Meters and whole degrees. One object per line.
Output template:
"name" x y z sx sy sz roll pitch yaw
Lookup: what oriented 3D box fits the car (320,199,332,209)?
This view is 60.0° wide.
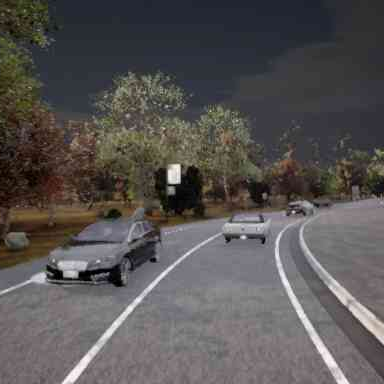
"car" 17.785 1.725 46.547 4.718 1.301 1.895 -2 -2 -44

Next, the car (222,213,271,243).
"car" 2.855 1.667 16.463 1.895 1.301 4.718 -1 -1 17

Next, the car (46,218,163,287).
"car" -2.222 1.555 9.682 2.128 1.511 4.902 -1 -1 10

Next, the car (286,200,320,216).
"car" 10.794 1.583 32.938 1.837 1.490 4.892 -4 -2 34
